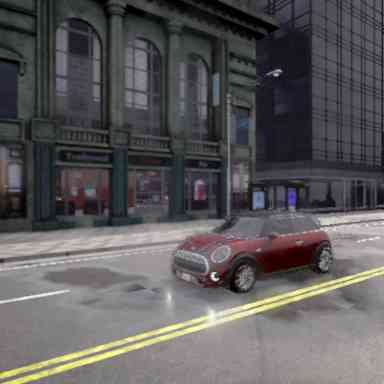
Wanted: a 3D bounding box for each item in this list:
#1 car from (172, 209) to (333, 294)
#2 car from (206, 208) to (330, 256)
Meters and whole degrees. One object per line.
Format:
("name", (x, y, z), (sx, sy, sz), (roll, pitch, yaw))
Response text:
("car", (1.695, 1.332, 8.876), (4.553, 1.767, 2.097), (0, 0, -35))
("car", (3.342, 1.514, 14.034), (5.357, 1.411, 2.033), (0, 0, -35))
